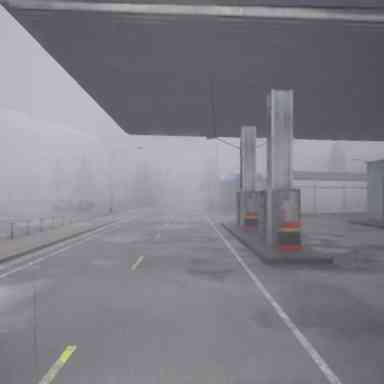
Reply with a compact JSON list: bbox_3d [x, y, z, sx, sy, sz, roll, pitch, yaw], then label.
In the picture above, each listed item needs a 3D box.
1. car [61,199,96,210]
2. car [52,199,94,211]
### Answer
[{"bbox_3d":[-16.852,1.854,49.345,4.514,1.523,2.007,0,-1,-1],"label":"car"},{"bbox_3d":[-16.759,1.813,46.209,5.027,1.636,2.152,0,-1,-1],"label":"car"}]
